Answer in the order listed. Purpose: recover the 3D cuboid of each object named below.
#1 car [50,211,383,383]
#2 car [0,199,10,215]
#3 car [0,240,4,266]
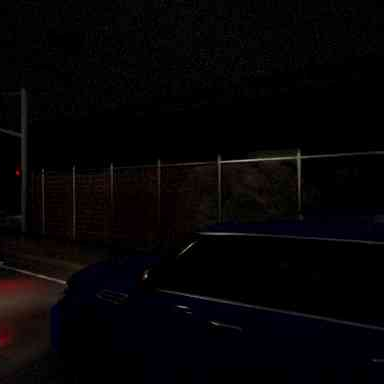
[{"bbox_3d":[0.935,1.221,3.323,5.566,2.045,2.150,0,0,35],"label":"car"},{"bbox_3d":[-20.180,1.409,31.903,2.097,1.767,4.553,0,0,37],"label":"car"},{"bbox_3d":[-7.080,1.492,9.039,4.902,1.511,2.128,0,0,33],"label":"car"}]
